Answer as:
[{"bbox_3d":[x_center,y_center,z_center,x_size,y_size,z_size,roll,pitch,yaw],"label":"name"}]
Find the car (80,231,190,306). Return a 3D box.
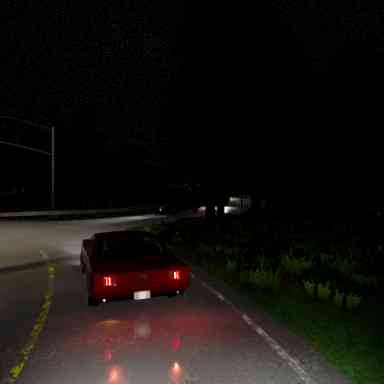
[{"bbox_3d":[-1.688,1.601,8.167,1.895,1.301,4.718,0,0,-21],"label":"car"}]

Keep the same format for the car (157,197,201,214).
[{"bbox_3d":[-1.207,1.256,31.919,2.128,1.511,4.902,0,2,42],"label":"car"}]

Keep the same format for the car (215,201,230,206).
[{"bbox_3d":[3.447,0.737,39.966,1.837,1.490,4.892,0,4,13],"label":"car"}]

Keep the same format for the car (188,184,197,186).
[{"bbox_3d":[0.065,-1.820,70.112,2.128,1.511,4.902,0,5,-1],"label":"car"}]
